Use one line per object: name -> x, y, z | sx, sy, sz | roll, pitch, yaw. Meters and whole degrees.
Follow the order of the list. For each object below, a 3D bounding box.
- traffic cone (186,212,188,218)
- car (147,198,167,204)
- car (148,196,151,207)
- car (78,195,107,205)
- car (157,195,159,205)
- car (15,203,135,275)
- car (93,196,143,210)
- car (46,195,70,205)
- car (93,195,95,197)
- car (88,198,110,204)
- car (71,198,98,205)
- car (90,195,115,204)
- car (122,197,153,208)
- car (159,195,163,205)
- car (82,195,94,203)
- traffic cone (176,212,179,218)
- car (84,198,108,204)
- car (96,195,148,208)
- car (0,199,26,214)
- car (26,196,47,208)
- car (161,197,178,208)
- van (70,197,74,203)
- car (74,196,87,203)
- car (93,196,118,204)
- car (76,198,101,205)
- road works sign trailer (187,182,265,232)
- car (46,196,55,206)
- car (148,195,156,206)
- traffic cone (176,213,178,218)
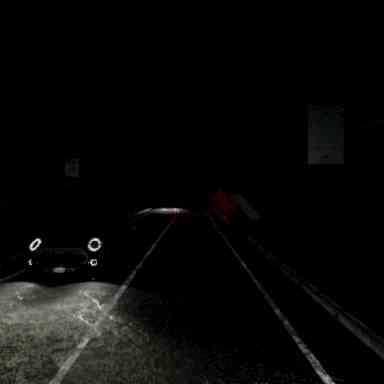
traffic cone -> -0.382, 2.054, 30.560 | 0.340, 0.580, 0.340 | 0, 0, 0
car -> -8.921, 2.212, 84.862 | 4.792, 1.488, 2.163 | 0, -1, 0
car -> -8.856, 1.684, 48.426 | 4.892, 1.521, 2.231 | 0, -1, 0
car -> -21.927, 1.757, 73.466 | 5.566, 2.045, 2.435 | 0, -1, 0
car -> -8.850, 1.824, 59.639 | 4.892, 1.521, 2.231 | 0, -1, 0
car -> -3.350, 1.387, 10.649 | 2.097, 1.767, 4.553 | 0, 0, 0
car -> -8.846, 1.609, 40.021 | 4.892, 1.521, 2.231 | 0, 0, 0
car -> -21.899, 1.590, 51.189 | 4.553, 1.767, 2.185 | 0, -1, 0
car -> -21.937, 1.896, 65.110 | 5.008, 1.535, 2.097 | 0, -1, 0
car -> -21.960, 2.129, 78.909 | 4.674, 1.452, 2.002 | 0, -1, 0
car -> -21.917, 1.963, 67.894 | 4.792, 1.488, 2.163 | 0, -1, 0
car -> -21.938, 1.883, 81.821 | 5.566, 2.045, 2.435 | 0, -1, 0
car -> -8.820, 1.624, 54.033 | 4.553, 1.767, 2.185 | 0, -1, 0
car -> -8.858, 1.896, 65.245 | 5.008, 1.535, 2.097 | 0, -1, 0
car -> -21.753, 1.857, 62.324 | 5.366, 1.575, 1.946 | 0, -1, 0
traffic cone -> -1.383, 2.041, 26.558 | 0.340, 0.580, 0.340 | 0, 0, 0
car -> -21.954, 2.049, 76.249 | 5.008, 1.535, 2.097 | 0, -1, 0
car -> -8.879, 1.378, 42.824 | 5.566, 2.045, 2.435 | 0, -1, 0
car -> -21.928, 1.590, 37.264 | 5.008, 1.535, 2.097 | 0, 0, 0
car -> -21.936, 1.630, 42.832 | 5.008, 1.535, 2.097 | 0, 0, 0
car -> -3.331, 1.854, 51.658 | 1.895, 1.301, 4.718 | 0, -1, 0
van -> -22.047, 1.523, 53.970 | 4.442, 1.987, 1.878 | 0, -1, 0
car -> -21.933, 1.863, 59.539 | 4.674, 1.452, 2.002 | 0, -1, 0
car -> -21.943, 1.927, 84.482 | 5.566, 2.045, 2.435 | 0, -1, 0
car -> -21.979, 1.999, 70.679 | 4.792, 1.488, 2.163 | 0, -1, 0
road works sign trailer -> 2.364, 1.130, 19.419 | 3.560, 2.880, 2.380 | -5, 45, -44
car -> -21.932, 1.696, 45.619 | 4.674, 1.452, 2.002 | 0, -1, 0
car -> -8.878, 1.464, 51.234 | 5.566, 2.045, 2.435 | 0, -1, 0
traffic cone -> -1.382, 2.035, 24.558 | 0.340, 0.580, 0.340 | 0, 0, 0
